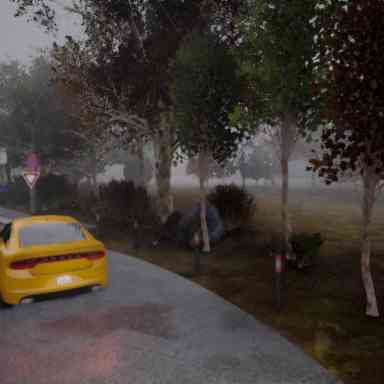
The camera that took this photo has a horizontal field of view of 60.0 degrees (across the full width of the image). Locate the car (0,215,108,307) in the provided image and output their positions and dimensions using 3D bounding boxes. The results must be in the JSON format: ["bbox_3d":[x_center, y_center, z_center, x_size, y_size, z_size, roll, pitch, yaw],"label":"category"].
[{"bbox_3d":[-3.513,1.289,7.849,1.882,1.535,5.008,-2,3,-32],"label":"car"}]
